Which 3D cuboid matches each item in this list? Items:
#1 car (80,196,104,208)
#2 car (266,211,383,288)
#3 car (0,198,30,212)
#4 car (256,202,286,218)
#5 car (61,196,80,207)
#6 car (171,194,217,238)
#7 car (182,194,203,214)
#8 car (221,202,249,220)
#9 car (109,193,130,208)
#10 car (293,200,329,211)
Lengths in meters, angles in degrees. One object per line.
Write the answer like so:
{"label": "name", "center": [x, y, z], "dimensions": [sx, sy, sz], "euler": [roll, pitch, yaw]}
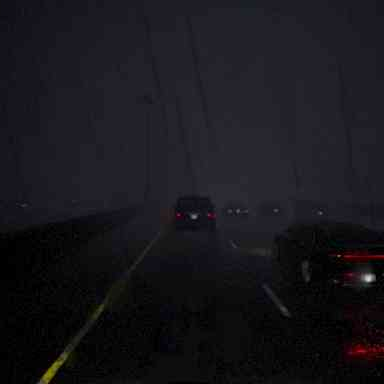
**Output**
{"label": "car", "center": [-14.085, 1.546, 47.774], "dimensions": [1.994, 1.385, 4.181], "euler": [0, 0, 0]}
{"label": "car", "center": [3.597, 1.501, 9.210], "dimensions": [1.837, 1.490, 4.892], "euler": [0, 0, 0]}
{"label": "car", "center": [-21.096, 1.477, 39.460], "dimensions": [2.128, 1.511, 4.902], "euler": [0, 0, 0]}
{"label": "car", "center": [7.091, 1.551, 30.092], "dimensions": [1.994, 1.385, 4.181], "euler": [0, 0, 0]}
{"label": "car", "center": [-17.581, 1.333, 49.150], "dimensions": [2.097, 1.767, 4.553], "euler": [0, 0, 0]}
{"label": "car", "center": [0.094, 1.214, 17.689], "dimensions": [2.150, 2.045, 5.566], "euler": [0, 0, 0]}
{"label": "car", "center": [0.090, 1.206, 37.125], "dimensions": [2.150, 2.045, 5.566], "euler": [0, 0, 0]}
{"label": "car", "center": [3.592, 1.535, 28.277], "dimensions": [2.033, 1.411, 5.357], "euler": [0, 0, 0]}
{"label": "car", "center": [-10.588, 1.202, 49.029], "dimensions": [2.150, 2.045, 5.566], "euler": [0, 0, 0]}
{"label": "car", "center": [10.591, 1.492, 29.855], "dimensions": [1.837, 1.490, 4.892], "euler": [0, 0, 0]}
